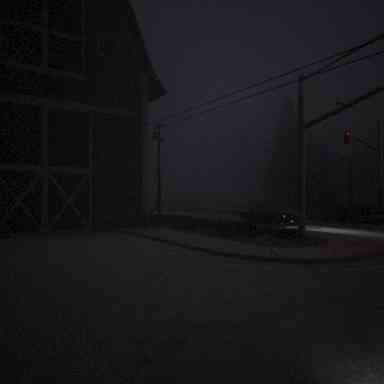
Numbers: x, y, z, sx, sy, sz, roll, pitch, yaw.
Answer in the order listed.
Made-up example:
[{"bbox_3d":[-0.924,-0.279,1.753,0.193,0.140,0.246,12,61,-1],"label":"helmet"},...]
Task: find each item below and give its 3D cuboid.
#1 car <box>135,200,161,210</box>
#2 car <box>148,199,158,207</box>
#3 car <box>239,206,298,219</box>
[{"bbox_3d":[-6.644,1.927,49.621,1.895,1.301,4.718,0,0,-34],"label":"car"},{"bbox_3d":[-6.812,1.513,43.515,2.150,2.045,5.566,0,0,-34],"label":"car"},{"bbox_3d":[5.763,1.773,25.169,1.895,1.301,4.718,0,0,-34],"label":"car"}]
